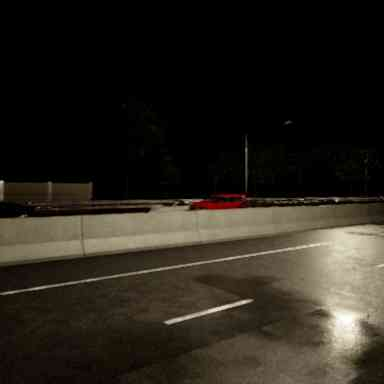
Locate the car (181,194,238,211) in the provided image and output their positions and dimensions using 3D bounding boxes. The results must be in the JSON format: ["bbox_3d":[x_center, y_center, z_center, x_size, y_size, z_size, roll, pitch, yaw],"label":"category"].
[{"bbox_3d":[2.239,1.219,27.089,5.566,2.045,2.150,0,0,-35],"label":"car"}]

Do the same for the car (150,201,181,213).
[{"bbox_3d":[-1.413,1.523,28.782,4.674,1.442,1.812,0,0,-35],"label":"car"}]

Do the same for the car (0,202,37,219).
[{"bbox_3d":[-13.966,1.475,24.123,5.008,1.535,1.882,0,0,-36],"label":"car"}]

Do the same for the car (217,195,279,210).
[{"bbox_3d":[4.428,1.350,24.349,4.553,1.767,2.097,0,0,-35],"label":"car"}]

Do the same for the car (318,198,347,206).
[{"bbox_3d":[20.481,1.605,48.662,4.718,1.301,1.895,0,0,-35],"label":"car"}]
